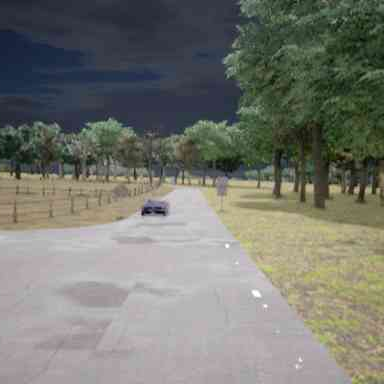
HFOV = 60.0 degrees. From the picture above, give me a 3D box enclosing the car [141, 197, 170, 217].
[{"bbox_3d":[-2.747,1.111,25.675,1.895,1.301,4.718,0,2,0],"label":"car"}]
